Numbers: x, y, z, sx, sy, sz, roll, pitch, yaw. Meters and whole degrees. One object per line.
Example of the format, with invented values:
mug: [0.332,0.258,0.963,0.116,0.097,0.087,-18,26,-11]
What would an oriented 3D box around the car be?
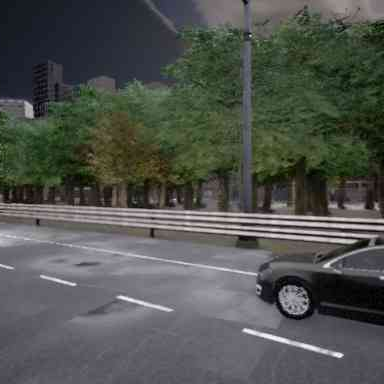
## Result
car: [3.495,1.506,5.675,4.892,1.490,1.837,0,0,36]
